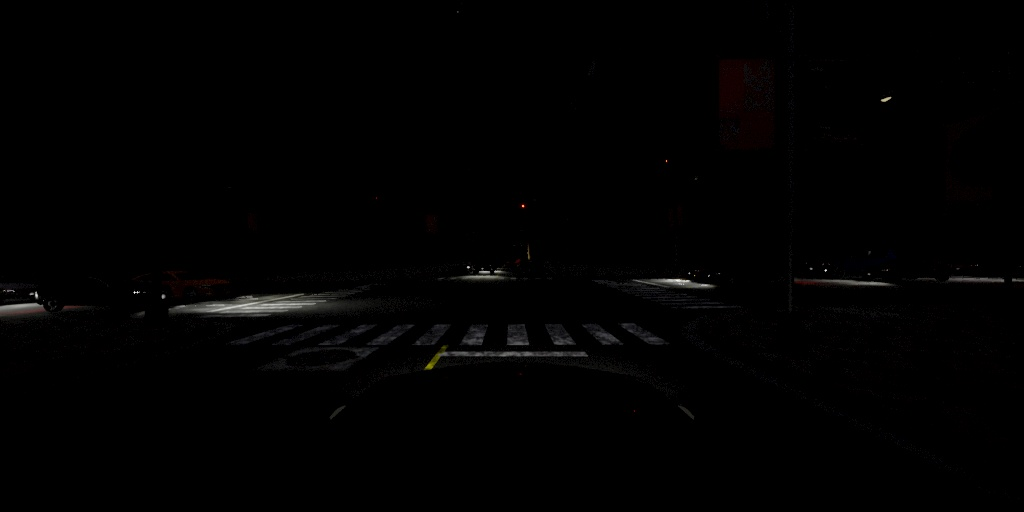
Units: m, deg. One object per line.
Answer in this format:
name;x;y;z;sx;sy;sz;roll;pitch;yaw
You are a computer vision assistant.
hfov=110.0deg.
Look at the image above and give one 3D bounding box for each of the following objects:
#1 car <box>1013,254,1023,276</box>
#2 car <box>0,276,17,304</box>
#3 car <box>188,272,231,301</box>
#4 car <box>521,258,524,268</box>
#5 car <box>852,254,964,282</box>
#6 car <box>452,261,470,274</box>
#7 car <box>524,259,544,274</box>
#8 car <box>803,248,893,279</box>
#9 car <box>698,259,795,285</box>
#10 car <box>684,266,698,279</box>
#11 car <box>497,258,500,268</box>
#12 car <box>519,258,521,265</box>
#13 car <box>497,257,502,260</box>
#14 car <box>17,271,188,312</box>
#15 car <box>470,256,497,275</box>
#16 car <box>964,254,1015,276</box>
car;30.205;0.721;18.943;4.674;1.442;1.812;-1;0;0
car;-27.622;1.763;18.861;4.674;1.442;1.812;-1;0;0
car;-17.647;1.528;18.878;5.008;1.535;1.882;-1;0;2
car;2.686;1.303;51.978;1.888;1.381;4.507;0;0;0
car;24.617;0.812;22.389;4.674;1.442;1.812;-1;0;0
car;-5.787;1.305;41.053;2.007;1.370;4.403;0;0;0
car;2.738;1.305;41.089;2.007;1.370;4.403;0;0;0
car;24.137;0.510;25.636;5.566;2.045;2.150;-1;0;0
car;14.734;0.965;22.351;4.892;1.490;1.837;-1;0;2
car;14.661;1.020;25.621;4.181;1.385;1.994;-1;0;0
car;-3.169;1.322;50.480;1.994;1.385;4.181;0;0;-1
car;2.661;1.311;57.422;2.007;1.370;4.403;0;0;0
car;-3.211;1.309;61.585;2.033;1.411;5.357;0;0;-1
car;-17.625;1.546;15.634;4.902;1.511;2.128;-1;0;2
car;-3.121;0.976;40.441;2.150;2.045;5.566;0;0;0
car;34.357;0.605;25.640;4.902;1.511;2.128;-1;0;0
